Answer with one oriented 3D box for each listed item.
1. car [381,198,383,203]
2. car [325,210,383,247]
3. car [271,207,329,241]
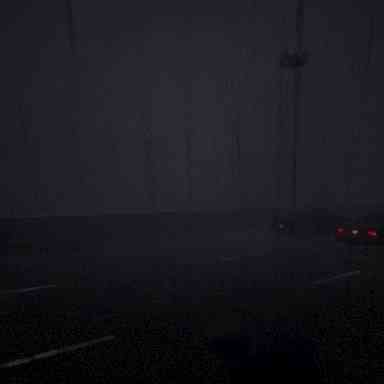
[{"bbox_3d":[38.916,1.544,65.504,4.181,1.385,1.994,0,0,-38],"label":"car"},{"bbox_3d":[8.210,1.560,13.992,5.357,1.411,2.033,0,0,-35],"label":"car"},{"bbox_3d":[6.207,1.482,16.862,5.008,1.535,1.882,0,0,-35],"label":"car"}]
